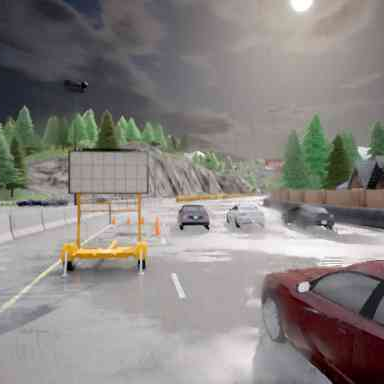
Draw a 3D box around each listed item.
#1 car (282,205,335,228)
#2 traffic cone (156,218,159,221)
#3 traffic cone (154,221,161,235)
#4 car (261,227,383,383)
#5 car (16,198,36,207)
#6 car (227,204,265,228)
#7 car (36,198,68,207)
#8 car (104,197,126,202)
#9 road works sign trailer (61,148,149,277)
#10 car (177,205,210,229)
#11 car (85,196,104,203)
[{"bbox_3d":[7.144,1.518,20.785,1.812,1.442,4.674,0,0,-5],"label":"car"},{"bbox_3d":[-2.018,1.949,19.443,0.340,0.580,0.340,0,0,-6],"label":"traffic cone"},{"bbox_3d":[-1.804,1.950,17.455,0.340,0.580,0.340,0,0,-6],"label":"traffic cone"},{"bbox_3d":[2.400,1.476,3.578,1.882,1.535,5.008,0,0,-11],"label":"car"},{"bbox_3d":[-24.046,1.587,49.705,1.895,1.301,4.718,0,0,6],"label":"car"},{"bbox_3d":[3.533,1.518,22.284,1.812,1.442,4.674,0,0,-4],"label":"car"},{"bbox_3d":[-20.524,1.533,49.948,2.033,1.411,5.357,0,0,6],"label":"car"},{"bbox_3d":[-12.624,1.509,56.302,1.812,1.442,4.674,0,0,9],"label":"car"},{"bbox_3d":[-2.538,0.461,10.336,2.380,3.560,2.880,0,0,-6],"label":"road works sign trailer"},{"bbox_3d":[0.037,1.540,21.693,2.033,1.411,5.357,0,0,-4],"label":"car"},{"bbox_3d":[-16.218,1.474,55.893,2.128,1.511,4.902,0,0,9],"label":"car"}]
